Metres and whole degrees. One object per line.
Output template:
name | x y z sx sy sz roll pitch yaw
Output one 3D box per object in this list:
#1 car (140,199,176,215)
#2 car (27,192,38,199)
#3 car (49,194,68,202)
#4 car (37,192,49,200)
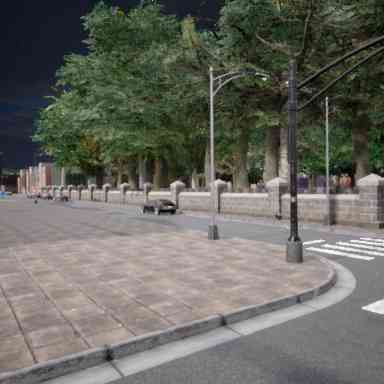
car | -3.061 1.293 29.822 1.947 1.339 4.313 0 1 -35
car | -35.834 0.737 76.317 1.967 1.590 4.097 -1 1 -35
car | -22.724 0.993 57.719 2.008 1.369 4.403 -1 1 -35
car | -29.278 0.947 67.018 1.802 1.307 4.206 -1 1 -35
